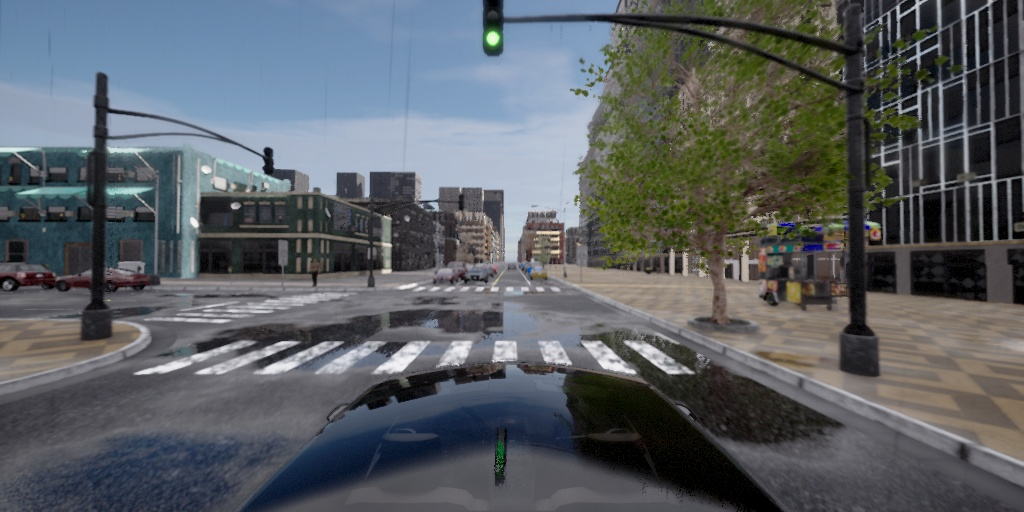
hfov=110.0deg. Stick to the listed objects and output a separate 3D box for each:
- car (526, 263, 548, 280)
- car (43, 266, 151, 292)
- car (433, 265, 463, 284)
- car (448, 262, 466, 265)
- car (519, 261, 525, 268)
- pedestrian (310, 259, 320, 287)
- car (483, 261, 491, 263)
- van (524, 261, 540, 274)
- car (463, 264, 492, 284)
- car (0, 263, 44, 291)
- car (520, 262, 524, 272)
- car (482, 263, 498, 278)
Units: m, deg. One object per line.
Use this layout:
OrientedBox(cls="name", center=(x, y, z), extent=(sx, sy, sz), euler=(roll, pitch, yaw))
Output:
OrientedBox(cls="car", center=(2.691, 1.712, 36.881), extent=(1.751, 1.417, 4.829), euler=(0, 0, 0))
OrientedBox(cls="car", center=(-22.821, 1.317, 20.076), extent=(4.207, 1.307, 1.802), euler=(0, 0, -1))
OrientedBox(cls="car", center=(-5.689, 1.699, 31.159), extent=(1.802, 1.307, 4.207), euler=(0, 0, 0))
OrientedBox(cls="car", center=(-5.689, 1.501, 36.709), extent=(2.192, 1.841, 5.009), euler=(0, 0, 0))
OrientedBox(cls="car", center=(2.692, 2.101, 64.465), extent=(1.948, 1.339, 4.313), euler=(0, 0, 0))
OrientedBox(cls="pedestrian", center=(-12.749, 1.054, 23.179), extent=(0.375, 1.860, 0.375), euler=(0, -2, -1))
OrientedBox(cls="car", center=(-3.088, 1.857, 52.092), extent=(1.882, 1.535, 5.008), euler=(0, -1, 0))
OrientedBox(cls="van", center=(2.692, 1.597, 42.262), extent=(1.690, 1.789, 3.998), euler=(0, 0, 0))
OrientedBox(cls="car", center=(-3.098, 1.692, 31.992), extent=(1.994, 1.385, 4.181), euler=(0, -1, 0))
OrientedBox(cls="car", center=(-28.368, 1.105, 19.999), extent=(4.097, 1.591, 1.967), euler=(0, 0, -1))
OrientedBox(cls="car", center=(2.691, 1.946, 53.363), extent=(2.007, 1.370, 4.403), euler=(0, 0, 0))
OrientedBox(cls="car", center=(-3.097, 1.818, 42.040), extent=(1.994, 1.385, 4.181), euler=(0, -1, 0))
